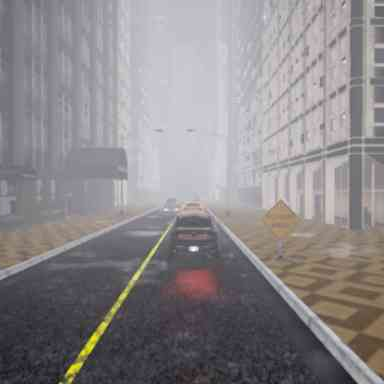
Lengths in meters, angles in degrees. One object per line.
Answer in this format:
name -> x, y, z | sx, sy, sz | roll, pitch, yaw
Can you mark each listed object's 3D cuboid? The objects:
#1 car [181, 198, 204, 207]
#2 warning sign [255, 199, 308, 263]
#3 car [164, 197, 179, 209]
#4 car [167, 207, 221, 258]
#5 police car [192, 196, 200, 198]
car -> 0.080, 1.599, 29.409 | 1.882, 1.535, 5.008 | 0, 0, 0
warning sign -> 2.729, 1.155, 10.290 | 1.300, 1.860, 1.060 | 1, 1, 0
car -> -3.076, 1.574, 50.398 | 2.097, 1.767, 4.553 | 0, 0, 0
car -> 0.072, 1.556, 13.018 | 1.837, 1.490, 4.892 | 0, 0, 0
police car -> 1.049, 1.754, 70.420 | 1.930, 1.638, 5.238 | 0, 0, 0
